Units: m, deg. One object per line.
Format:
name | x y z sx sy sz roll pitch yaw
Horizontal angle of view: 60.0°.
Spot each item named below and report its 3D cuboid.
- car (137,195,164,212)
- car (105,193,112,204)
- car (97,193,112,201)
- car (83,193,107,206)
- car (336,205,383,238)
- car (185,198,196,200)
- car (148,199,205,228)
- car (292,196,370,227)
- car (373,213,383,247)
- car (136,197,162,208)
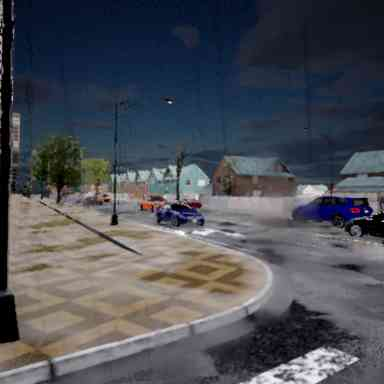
car | -3.573 1.156 33.195 2.097 1.767 4.553 1 0 -28
car | -14.308 1.079 53.565 1.882 1.535 5.008 1 0 -28
car | -17.853 1.059 67.376 1.837 1.490 4.892 1 0 -28
car | -13.241 1.178 44.493 1.994 1.385 4.181 1 0 -28
car | 9.649 1.588 15.675 1.837 1.490 4.892 1 0 -28
car | -0.605 1.462 41.870 1.895 1.301 4.718 1 0 -28
car | -0.914 1.388 21.269 1.812 1.442 4.674 1 0 -28
car | 9.501 1.291 22.884 2.150 2.045 5.566 1 0 -28
car | 8.730 1.618 10.053 2.033 1.411 5.357 1 0 -28
car | -5.837 1.359 44.784 1.895 1.301 4.718 1 0 -28
